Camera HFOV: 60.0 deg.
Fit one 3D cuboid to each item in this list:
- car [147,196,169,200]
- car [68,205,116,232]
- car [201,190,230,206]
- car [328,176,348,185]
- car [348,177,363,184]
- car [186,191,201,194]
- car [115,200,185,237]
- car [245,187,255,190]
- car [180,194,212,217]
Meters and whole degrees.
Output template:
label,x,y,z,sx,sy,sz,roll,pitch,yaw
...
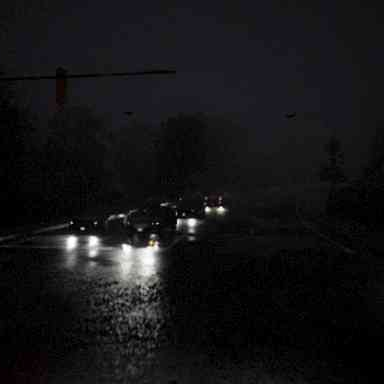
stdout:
label,x,y,z,sx,sy,sz,roll,pitch,yaw
car,-3.202,1.183,29.628,1.837,1.490,4.892,0,2,15
car,-5.269,1.476,19.933,2.033,1.411,5.357,0,1,10
car,2.962,0.590,38.147,2.097,1.767,4.553,0,3,19
car,36.650,-2.995,84.368,5.566,2.045,2.150,-5,3,-42
car,41.303,-2.886,83.908,4.674,1.442,1.812,-4,3,-40
car,0.070,0.669,40.481,1.837,1.490,4.892,0,3,19
car,-2.028,1.449,17.852,2.128,1.511,4.902,0,1,9
car,8.637,-0.483,52.113,1.994,1.385,4.181,0,3,26
car,-0.031,1.253,28.142,2.033,1.411,5.357,0,2,13
